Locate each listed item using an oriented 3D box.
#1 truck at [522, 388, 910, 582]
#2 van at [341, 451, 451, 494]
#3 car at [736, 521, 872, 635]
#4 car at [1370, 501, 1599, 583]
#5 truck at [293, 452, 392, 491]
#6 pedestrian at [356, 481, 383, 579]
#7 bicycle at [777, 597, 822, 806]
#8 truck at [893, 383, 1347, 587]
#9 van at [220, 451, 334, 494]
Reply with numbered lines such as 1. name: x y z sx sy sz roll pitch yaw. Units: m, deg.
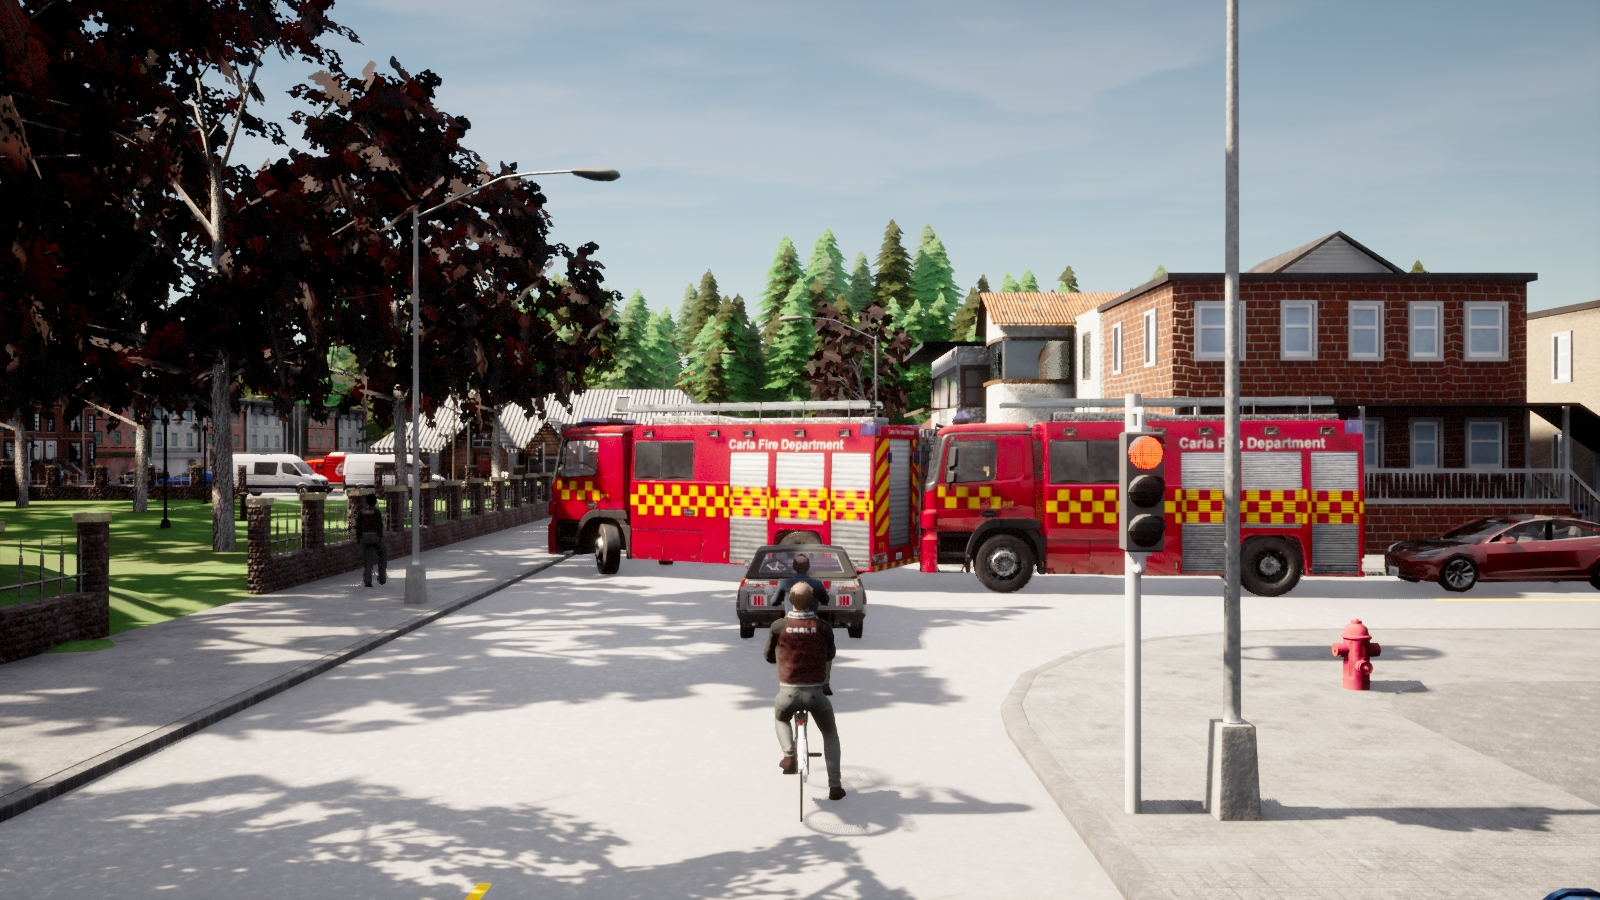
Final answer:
1. truck: -2.009 0.672 25.771 8.468 3.827 2.891 0 0 28
2. van: -24.299 1.314 68.785 5.915 2.561 1.988 0 0 1
3. car: 0.052 1.935 18.331 1.895 1.301 4.718 0 0 0
4. car: 14.611 1.843 23.389 4.792 1.488 2.163 0 0 0
5. truck: -29.092 1.345 72.766 5.204 2.467 2.627 0 0 0
6. pedestrian: -8.253 1.525 21.897 0.375 1.860 0.375 0 0 0
7. bicycle: -0.005 1.940 9.200 0.329 1.271 1.835 0 0 0
8. truck: 6.205 0.669 23.339 8.468 3.827 2.891 0 0 7
9. van: -31.465 1.314 68.839 5.915 2.561 1.988 0 0 1
